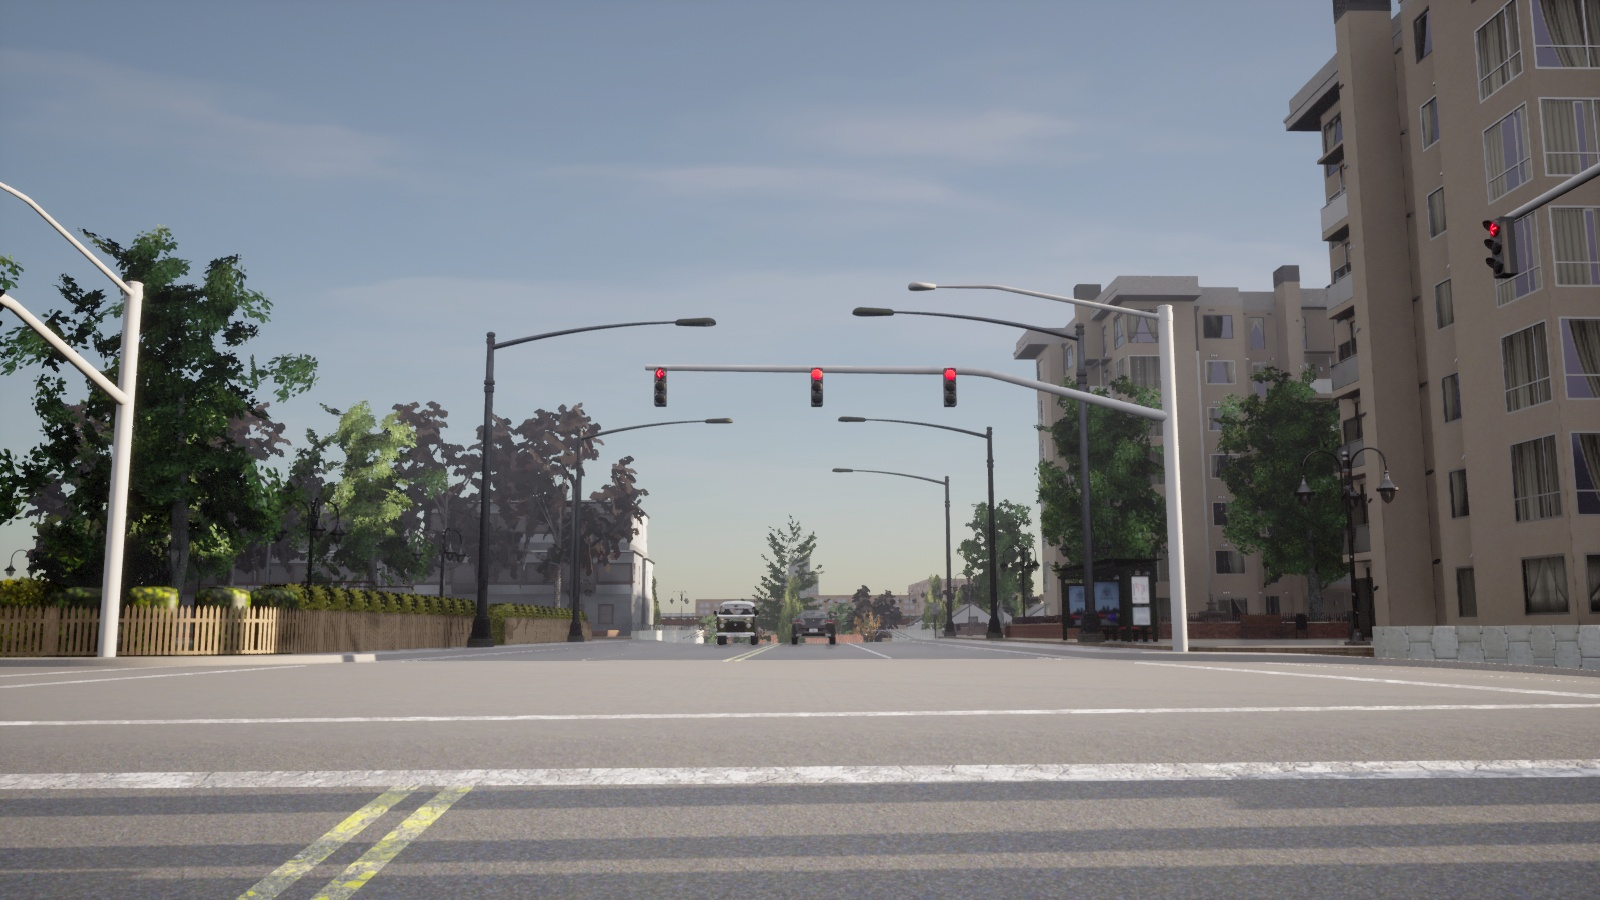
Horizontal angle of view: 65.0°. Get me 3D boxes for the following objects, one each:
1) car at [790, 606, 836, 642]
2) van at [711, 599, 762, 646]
[{"bbox_3d":[0.650,8.582,61.851,2.152,1.651,5.027,0,-8,1],"label":"car"},{"bbox_3d":[-2.888,8.003,58.183,2.069,2.038,4.480,0,-8,1],"label":"van"}]
